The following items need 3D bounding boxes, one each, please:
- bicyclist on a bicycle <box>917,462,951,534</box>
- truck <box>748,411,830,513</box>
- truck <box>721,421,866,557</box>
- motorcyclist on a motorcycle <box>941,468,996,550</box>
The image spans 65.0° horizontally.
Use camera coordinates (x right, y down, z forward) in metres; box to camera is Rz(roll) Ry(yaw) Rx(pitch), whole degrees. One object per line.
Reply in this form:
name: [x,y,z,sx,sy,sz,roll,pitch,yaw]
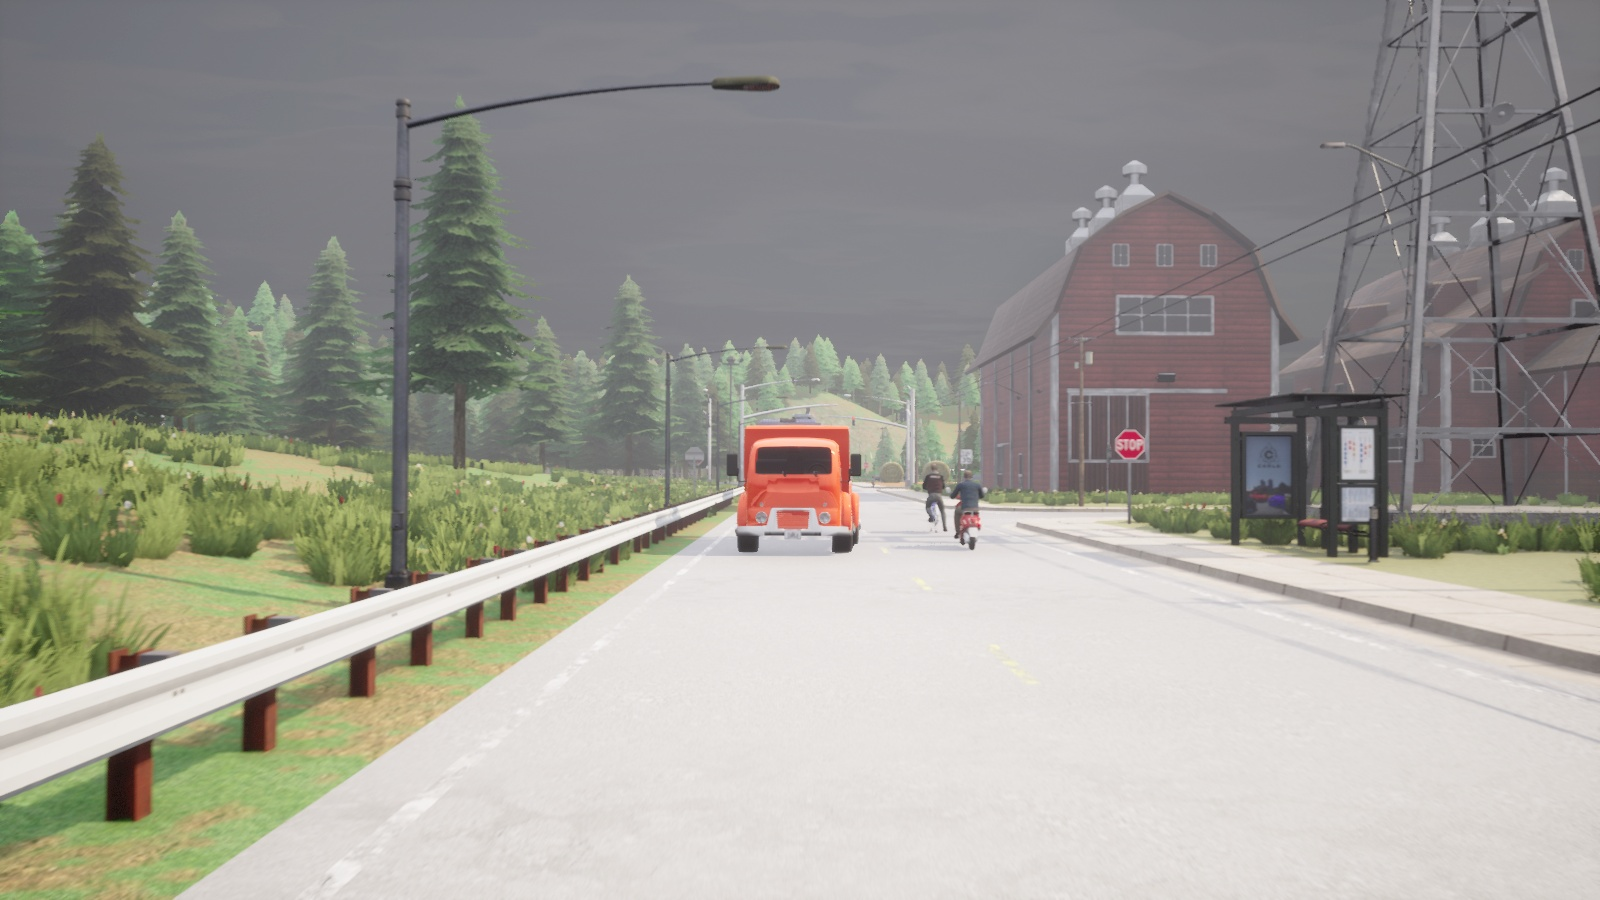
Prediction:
bicyclist on a bicycle: [3.421,1.212,32.214,0.659,1.776,1.843,0,-1,0]
truck: [-0.314,0.515,51.453,2.891,3.827,8.468,0,-1,3]
truck: [-0.045,0.755,25.408,2.627,2.467,5.204,0,-1,2]
motorcyclist on a motorcycle: [3.438,1.185,25.769,0.866,1.590,1.817,0,0,0]
